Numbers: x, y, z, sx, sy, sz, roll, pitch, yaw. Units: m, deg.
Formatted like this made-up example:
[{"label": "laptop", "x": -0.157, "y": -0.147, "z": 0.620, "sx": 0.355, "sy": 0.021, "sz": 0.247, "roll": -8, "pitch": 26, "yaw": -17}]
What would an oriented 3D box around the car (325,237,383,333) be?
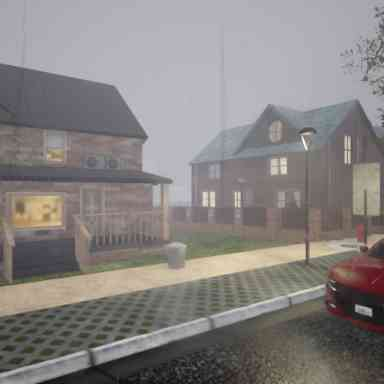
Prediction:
[{"label": "car", "x": 4.573, "y": 1.483, "z": 6.380, "sx": 5.008, "sy": 1.535, "sz": 1.882, "roll": 0, "pitch": 0, "yaw": -35}]
